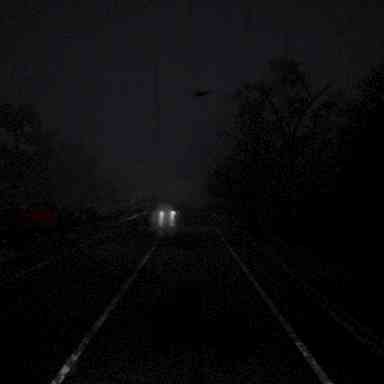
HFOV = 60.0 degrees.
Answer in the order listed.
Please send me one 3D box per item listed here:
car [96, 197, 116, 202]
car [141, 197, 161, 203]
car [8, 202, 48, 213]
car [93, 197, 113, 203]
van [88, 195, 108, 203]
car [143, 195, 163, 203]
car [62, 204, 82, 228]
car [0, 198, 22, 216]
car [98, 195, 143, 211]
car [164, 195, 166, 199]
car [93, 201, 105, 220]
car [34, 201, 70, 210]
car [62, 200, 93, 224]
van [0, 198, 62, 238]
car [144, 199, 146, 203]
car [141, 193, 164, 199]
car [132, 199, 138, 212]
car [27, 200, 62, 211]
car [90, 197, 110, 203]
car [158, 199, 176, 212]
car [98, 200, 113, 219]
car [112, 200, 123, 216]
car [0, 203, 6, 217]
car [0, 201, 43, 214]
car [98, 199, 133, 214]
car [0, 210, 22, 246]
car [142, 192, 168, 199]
[{"bbox_3d":[-23.568,2.091,91.006,4.792,1.488,2.163,0,0,0],"label":"car"},{"bbox_3d":[-10.499,2.039,85.480,4.792,1.488,2.163,0,-1,0],"label":"car"},{"bbox_3d":[-23.319,2.157,47.350,4.674,1.452,2.002,0,-1,0],"label":"car"},{"bbox_3d":[-23.547,2.077,88.094,4.674,1.452,2.002,0,-1,0],"label":"car"},{"bbox_3d":[-23.428,1.754,82.638,4.442,1.987,1.878,1,0,0],"label":"van"},{"bbox_3d":[-10.445,2.008,82.696,4.792,1.488,2.163,0,-1,0],"label":"car"},{"bbox_3d":[-10.294,1.748,22.355,4.792,1.488,2.163,0,-1,0],"label":"car"},{"bbox_3d":[-23.358,1.713,39.047,5.566,2.045,2.435,0,-1,0],"label":"car"},{"bbox_3d":[-10.270,1.865,47.331,5.566,2.045,2.435,0,-1,0],"label":"car"},{"bbox_3d":[-10.454,2.062,91.046,5.008,1.535,2.097,0,0,0],"label":"car"},{"bbox_3d":[-10.253,1.781,27.907,4.892,1.521,2.231,0,-1,0],"label":"car"},{"bbox_3d":[-23.309,2.267,55.537,5.008,1.535,2.097,0,-1,0],"label":"car"},{"bbox_3d":[-10.293,1.622,25.130,4.553,1.767,2.185,0,-1,0],"label":"car"},{"bbox_3d":[-10.384,1.465,19.581,4.442,1.987,1.878,0,-1,0],"label":"van"},{"bbox_3d":[-10.208,2.247,52.877,4.792,1.488,2.163,0,-1,0],"label":"car"},{"bbox_3d":[-10.496,1.913,88.268,4.553,1.767,2.185,0,0,0],"label":"car"},{"bbox_3d":[-10.430,2.062,44.551,5.366,1.575,1.946,0,-1,0],"label":"car"},{"bbox_3d":[-23.348,2.091,52.768,4.553,1.767,2.185,0,-1,0],"label":"car"},{"bbox_3d":[-23.552,2.047,85.309,4.674,1.452,2.002,0,-1,0],"label":"car"},{"bbox_3d":[-3.435,2.060,47.835,1.837,1.490,4.892,0,-1,0],"label":"car"},{"bbox_3d":[-10.442,1.816,30.675,5.366,1.575,1.946,0,-1,0],"label":"car"},{"bbox_3d":[-10.069,1.859,33.327,5.366,1.575,1.946,0,-1,0],"label":"car"},{"bbox_3d":[-23.303,1.943,36.273,4.792,1.488,2.163,0,-1,0],"label":"car"},{"bbox_3d":[-23.139,2.063,44.581,5.366,1.575,1.946,0,-1,0],"label":"car"},{"bbox_3d":[-10.064,1.960,38.999,5.366,1.575,1.946,0,-1,0],"label":"car"},{"bbox_3d":[-10.243,1.667,14.026,4.792,1.488,2.163,0,-1,0],"label":"car"},{"bbox_3d":[-10.483,1.823,93.840,5.566,2.045,2.435,0,0,0],"label":"car"}]
